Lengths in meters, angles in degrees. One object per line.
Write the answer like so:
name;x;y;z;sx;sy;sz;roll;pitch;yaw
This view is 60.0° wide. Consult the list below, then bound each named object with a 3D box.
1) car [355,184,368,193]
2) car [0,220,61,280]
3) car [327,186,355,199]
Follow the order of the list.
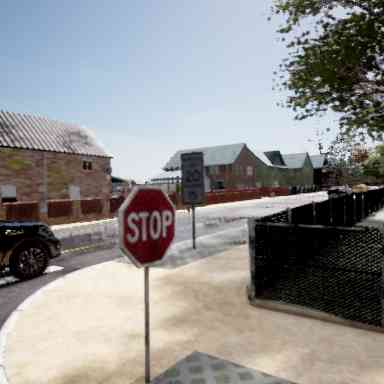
car;25.091;-0.439;49.770;1.882;1.535;5.008;-1;1;36
car;-5.759;1.205;7.194;2.150;2.045;5.566;0;3;36
car;17.059;0.046;38.689;2.128;1.511;4.902;-1;1;36
